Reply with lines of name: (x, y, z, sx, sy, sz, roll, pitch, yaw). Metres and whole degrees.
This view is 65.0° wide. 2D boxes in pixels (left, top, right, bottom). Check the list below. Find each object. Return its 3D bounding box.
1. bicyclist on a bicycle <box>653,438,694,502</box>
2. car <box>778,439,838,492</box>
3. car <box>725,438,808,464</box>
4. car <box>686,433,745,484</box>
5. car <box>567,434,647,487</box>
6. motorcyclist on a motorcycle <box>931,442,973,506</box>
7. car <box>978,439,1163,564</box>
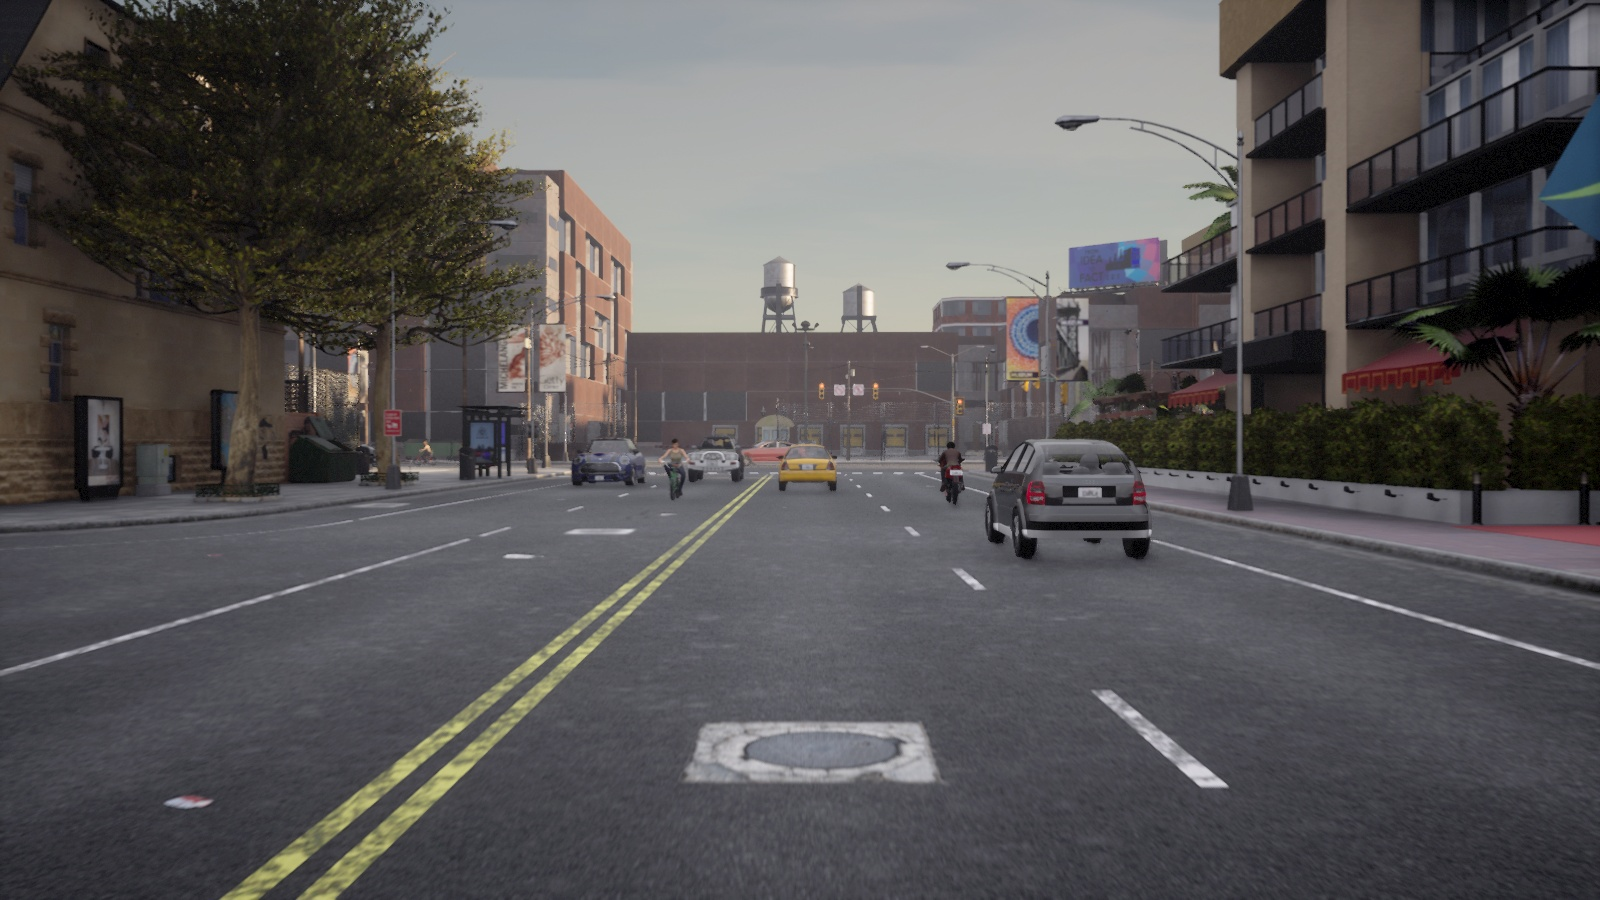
bicyclist on a bicycle: (-3.260, 0.496, 32.528, 0.866, 1.612, 1.509, 0, 0, 1)
car: (0.244, 0.458, 40.219, 1.801, 1.575, 5.366, 0, 0, 0)
car: (-2.167, 0.064, 81.010, 5.027, 1.651, 2.152, 0, 0, -15)
car: (-3.210, 0.287, 48.285, 1.932, 1.855, 4.605, 0, 0, 0)
car: (-6.733, 0.348, 44.295, 2.097, 1.767, 4.553, 0, 0, 0)
motorcyclist on a motorcycle: (3.689, 0.558, 30.607, 0.797, 1.523, 2.044, 0, 0, 0)
car: (3.613, 0.629, 17.414, 1.789, 1.549, 3.705, 0, 0, 0)
